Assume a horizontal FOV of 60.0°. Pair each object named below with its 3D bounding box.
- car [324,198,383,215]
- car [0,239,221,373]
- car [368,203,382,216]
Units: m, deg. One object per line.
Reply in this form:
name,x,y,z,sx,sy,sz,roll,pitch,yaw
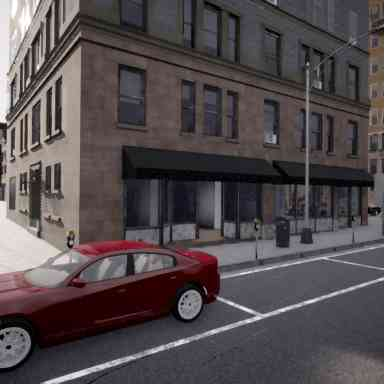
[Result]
car,16.242,1.411,33.322,2.033,1.411,5.357,1,0,-35
car,-1.564,1.545,5.638,4.507,1.381,1.887,0,1,-35
car,14.477,1.443,30.170,1.895,1.301,4.718,1,0,-35
